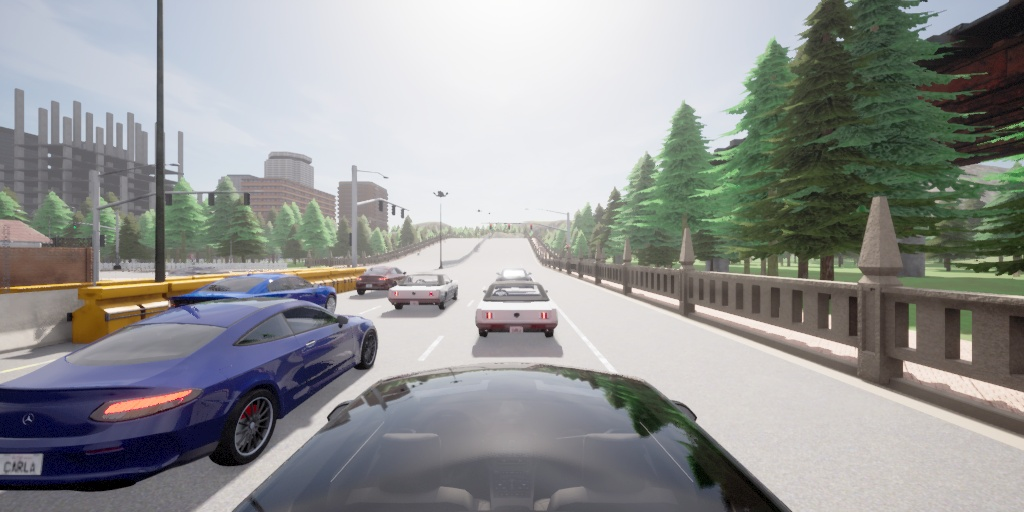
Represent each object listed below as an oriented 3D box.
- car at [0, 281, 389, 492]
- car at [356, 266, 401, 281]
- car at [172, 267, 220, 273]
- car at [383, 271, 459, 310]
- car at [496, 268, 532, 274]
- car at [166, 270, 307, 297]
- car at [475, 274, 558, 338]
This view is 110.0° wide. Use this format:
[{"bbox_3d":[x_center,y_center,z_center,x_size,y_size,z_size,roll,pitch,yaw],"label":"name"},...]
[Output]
[{"bbox_3d":[-3.397,1.276,4.784,1.812,1.442,4.674,0,0,0],"label":"car"},{"bbox_3d":[-6.891,1.276,19.583,1.812,1.442,4.674,0,0,0],"label":"car"},{"bbox_3d":[-14.063,1.351,15.958,1.895,1.301,4.718,0,0,0],"label":"car"},{"bbox_3d":[-3.394,1.351,14.702,1.895,1.301,4.718,0,0,0],"label":"car"},{"bbox_3d":[0.109,1.314,18.941,1.994,1.385,4.181,0,0,0],"label":"car"},{"bbox_3d":[-6.896,1.228,10.242,1.882,1.535,5.008,0,0,0],"label":"car"},{"bbox_3d":[0.105,1.351,10.189,1.895,1.301,4.718,0,0,0],"label":"car"}]
